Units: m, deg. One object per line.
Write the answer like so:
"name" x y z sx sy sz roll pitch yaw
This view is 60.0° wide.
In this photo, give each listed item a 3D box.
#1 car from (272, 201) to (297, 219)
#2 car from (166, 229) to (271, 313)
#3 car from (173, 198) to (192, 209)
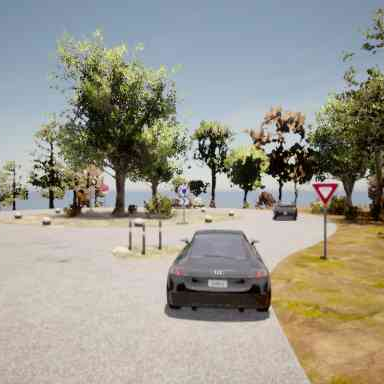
"car" 7.953 1.478 28.704 2.128 1.511 4.902 0 0 13
"car" 0.640 1.560 7.781 1.994 1.385 4.181 0 0 5
"car" -2.300 1.504 44.629 4.674 1.442 1.812 0 -1 19
